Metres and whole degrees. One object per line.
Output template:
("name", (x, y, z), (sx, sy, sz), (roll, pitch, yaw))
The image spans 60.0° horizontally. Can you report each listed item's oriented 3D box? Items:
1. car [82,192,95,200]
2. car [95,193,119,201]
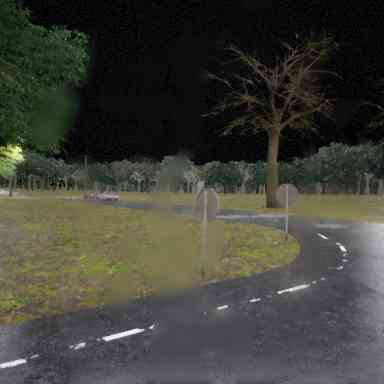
("car", (-18.266, 0.724, 60.042), (1.895, 1.301, 4.718), (2, -1, -36))
("car", (-13.529, 0.758, 53.488), (1.895, 1.301, 4.718), (2, -1, -34))
